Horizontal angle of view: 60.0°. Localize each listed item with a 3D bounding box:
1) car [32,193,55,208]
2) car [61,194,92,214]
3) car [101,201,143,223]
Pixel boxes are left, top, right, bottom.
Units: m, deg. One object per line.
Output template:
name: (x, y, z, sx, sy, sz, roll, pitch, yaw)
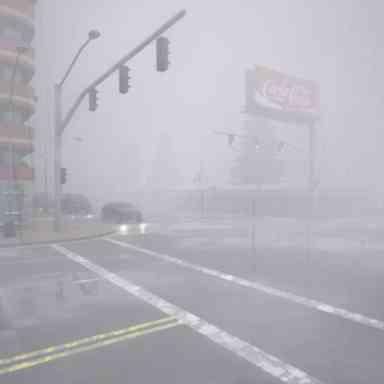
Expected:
car: (-21.635, 1.209, 48.301, 2.150, 2.045, 5.566, 0, 1, -36)
car: (-12.633, 1.219, 35.752, 2.150, 2.045, 5.566, 0, 0, -36)
car: (-5.543, 1.502, 25.903, 1.837, 1.490, 4.892, 0, 0, -36)
